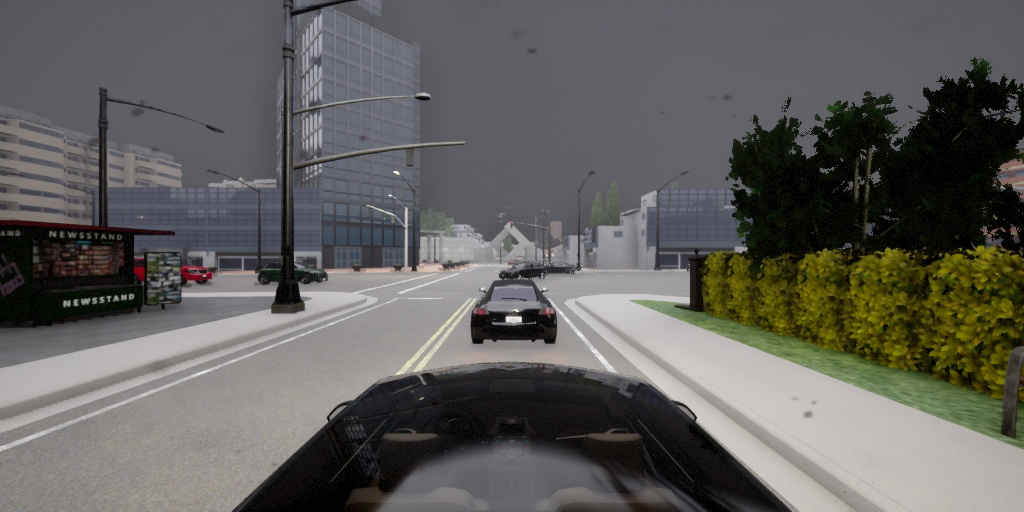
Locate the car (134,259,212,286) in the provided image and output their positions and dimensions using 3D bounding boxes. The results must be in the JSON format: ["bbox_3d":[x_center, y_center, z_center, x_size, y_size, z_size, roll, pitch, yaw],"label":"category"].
[{"bbox_3d":[-26.016,1.190,27.075,5.566,2.045,2.150,-1,0,-1],"label":"car"}]

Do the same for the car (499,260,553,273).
[{"bbox_3d":[0.947,1.263,29.529,1.837,1.490,4.892,-2,-2,43],"label":"car"}]

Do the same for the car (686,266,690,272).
[{"bbox_3d":[21.010,1.263,38.360,4.181,1.385,1.994,0,0,-1],"label":"car"}]

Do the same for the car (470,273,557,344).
[{"bbox_3d":[0.044,1.314,9.610,1.994,1.385,4.181,0,0,0],"label":"car"}]

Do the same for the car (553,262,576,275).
[{"bbox_3d":[4.880,1.316,39.250,4.181,1.385,1.994,0,0,16],"label":"car"}]

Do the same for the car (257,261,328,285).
[{"bbox_3d":[-16.499,1.210,27.193,4.553,1.767,2.097,-1,0,-1],"label":"car"}]
